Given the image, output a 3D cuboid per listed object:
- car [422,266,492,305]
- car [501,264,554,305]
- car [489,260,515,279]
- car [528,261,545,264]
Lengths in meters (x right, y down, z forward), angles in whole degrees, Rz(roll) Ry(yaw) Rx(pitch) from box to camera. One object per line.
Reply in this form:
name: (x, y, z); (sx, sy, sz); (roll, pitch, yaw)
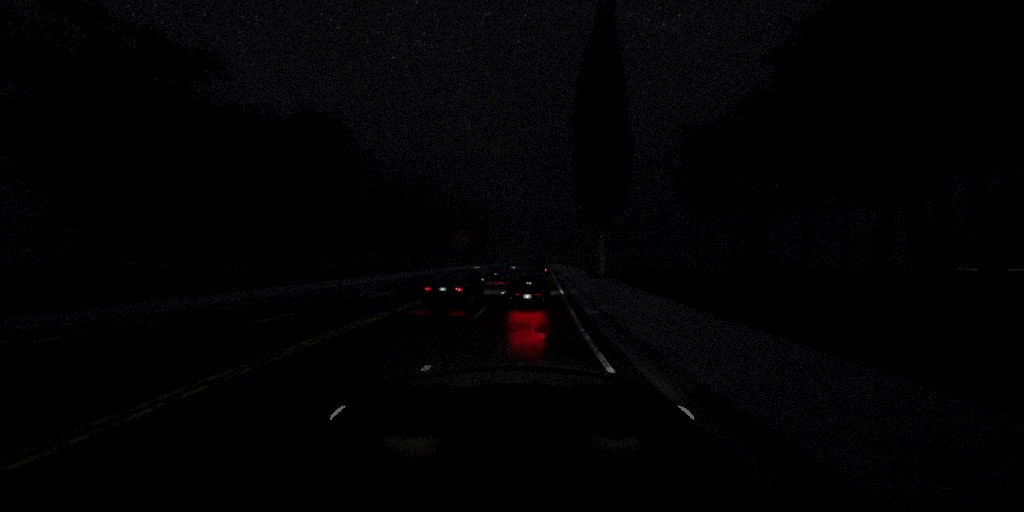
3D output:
car: (-2.442, 1.338, 16.298); (2.033, 1.411, 5.357); (0, 0, 5)
car: (0.795, 1.281, 16.008); (1.837, 1.490, 4.892); (0, 0, 5)
car: (-1.098, 1.301, 31.247); (1.882, 1.535, 5.008); (0, 0, 5)
car: (2.136, 1.172, 30.928); (2.097, 1.767, 4.553); (0, 0, 5)
